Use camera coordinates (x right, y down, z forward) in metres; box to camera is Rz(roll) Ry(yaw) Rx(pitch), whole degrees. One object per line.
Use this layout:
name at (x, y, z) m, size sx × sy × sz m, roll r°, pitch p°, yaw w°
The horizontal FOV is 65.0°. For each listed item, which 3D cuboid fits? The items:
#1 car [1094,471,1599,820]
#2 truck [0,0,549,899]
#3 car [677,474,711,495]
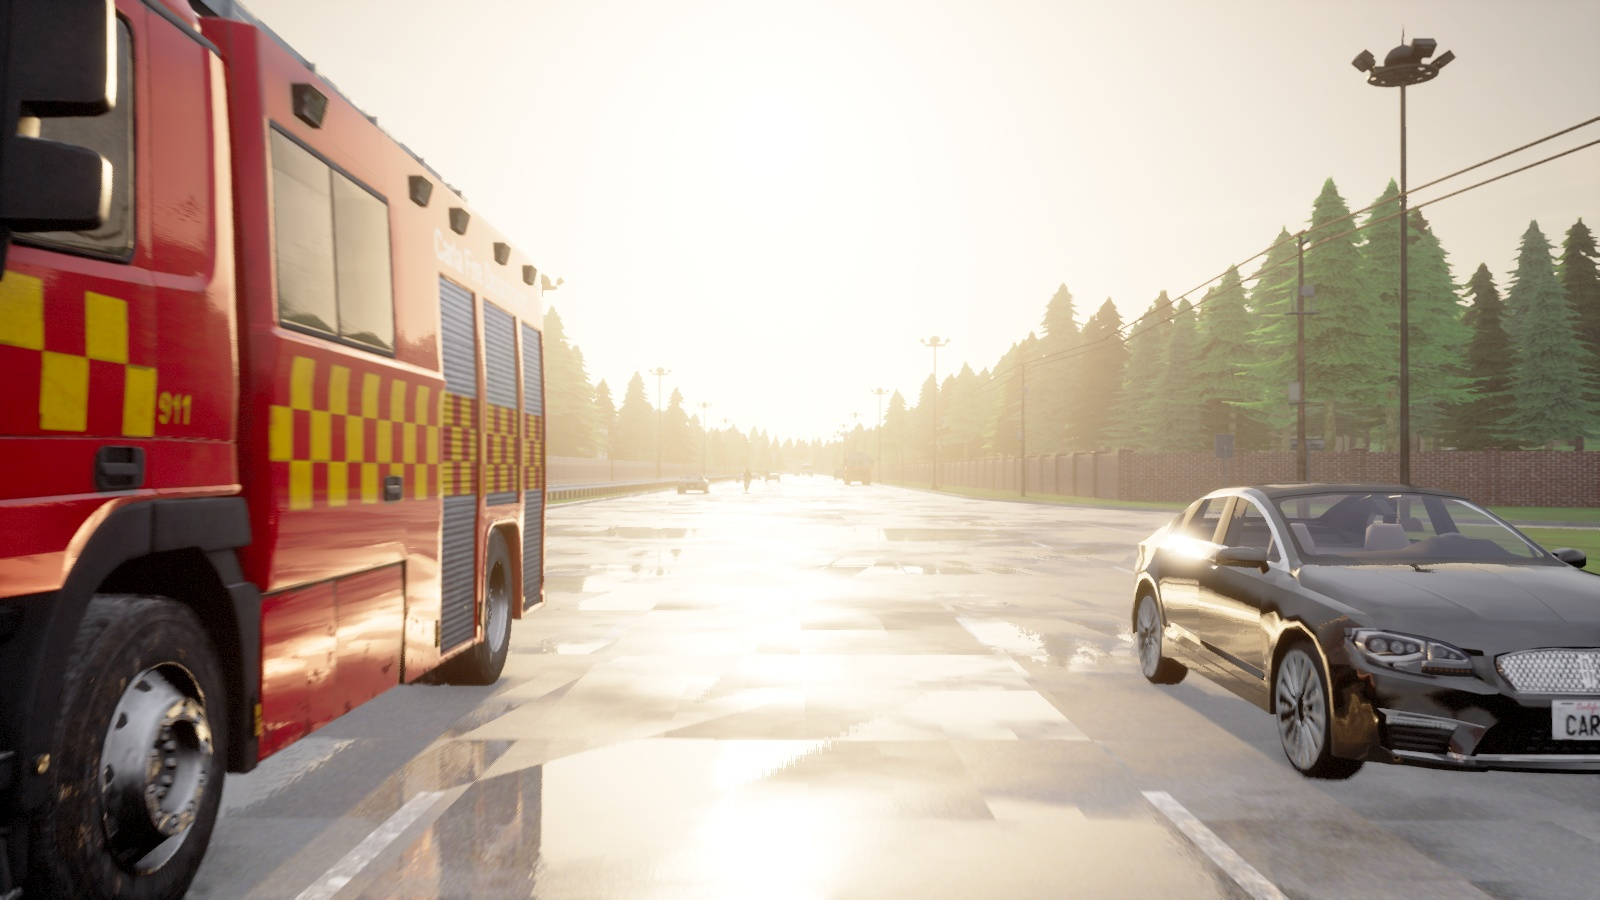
car at (3.477, 0.889, 7.907) m, size 2.128 × 1.511 × 4.902 m, roll 0°, pitch -1°, yaw 0°
truck at (-3.527, -0.228, 6.424) m, size 2.891 × 3.827 × 8.468 m, roll 0°, pitch -1°, yaw -1°
car at (-7.205, 2.342, 85.724) m, size 1.994 × 1.385 × 4.181 m, roll 0°, pitch -1°, yaw 0°
